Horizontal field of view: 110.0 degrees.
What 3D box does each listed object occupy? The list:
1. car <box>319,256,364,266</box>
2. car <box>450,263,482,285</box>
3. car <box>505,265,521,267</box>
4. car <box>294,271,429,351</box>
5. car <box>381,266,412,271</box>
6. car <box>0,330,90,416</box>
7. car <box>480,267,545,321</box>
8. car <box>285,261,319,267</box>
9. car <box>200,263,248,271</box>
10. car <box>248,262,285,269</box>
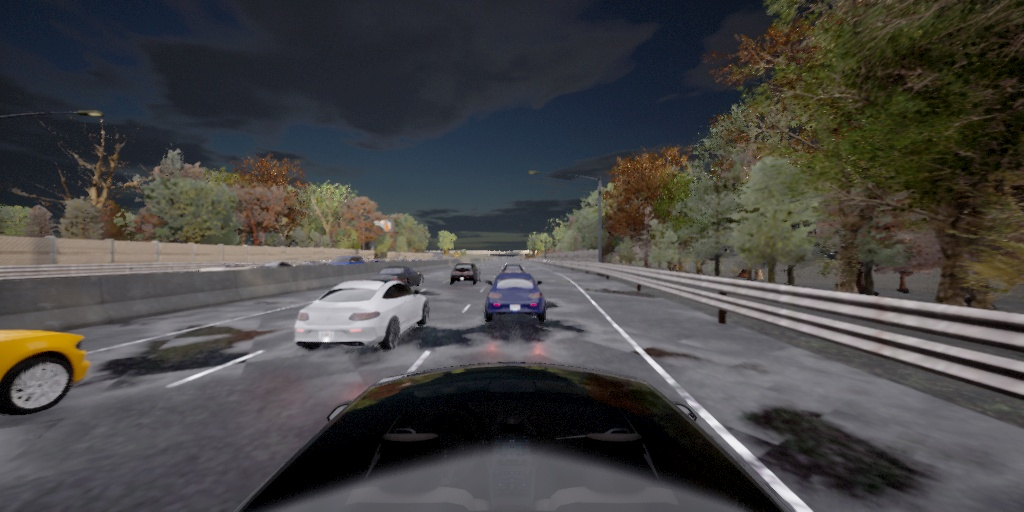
[{"bbox_3d":[-17.593,1.020,37.909,2.150,2.045,5.566,0,0,0],"label":"car"},{"bbox_3d":[-3.409,1.285,26.867,1.837,1.490,4.892,0,0,0],"label":"car"},{"bbox_3d":[0.090,1.344,27.479,1.994,1.385,4.181,0,0,0],"label":"car"},{"bbox_3d":[-3.411,1.282,8.909,1.812,1.442,4.674,0,0,0],"label":"car"},{"bbox_3d":[-6.916,1.320,21.903,2.033,1.411,5.357,0,0,0],"label":"car"},{"bbox_3d":[-6.935,1.228,2.960,1.882,1.535,5.008,0,0,0],"label":"car"},{"bbox_3d":[0.093,1.286,12.386,1.812,1.442,4.674,0,0,0],"label":"car"},{"bbox_3d":[-21.091,1.289,37.867,2.128,1.511,4.902,0,0,0],"label":"car"},{"bbox_3d":[-28.007,1.394,35.307,1.895,1.301,4.718,0,0,-1],"label":"car"},{"bbox_3d":[-24.591,1.322,37.321,1.812,1.442,4.674,0,0,0],"label":"car"}]
